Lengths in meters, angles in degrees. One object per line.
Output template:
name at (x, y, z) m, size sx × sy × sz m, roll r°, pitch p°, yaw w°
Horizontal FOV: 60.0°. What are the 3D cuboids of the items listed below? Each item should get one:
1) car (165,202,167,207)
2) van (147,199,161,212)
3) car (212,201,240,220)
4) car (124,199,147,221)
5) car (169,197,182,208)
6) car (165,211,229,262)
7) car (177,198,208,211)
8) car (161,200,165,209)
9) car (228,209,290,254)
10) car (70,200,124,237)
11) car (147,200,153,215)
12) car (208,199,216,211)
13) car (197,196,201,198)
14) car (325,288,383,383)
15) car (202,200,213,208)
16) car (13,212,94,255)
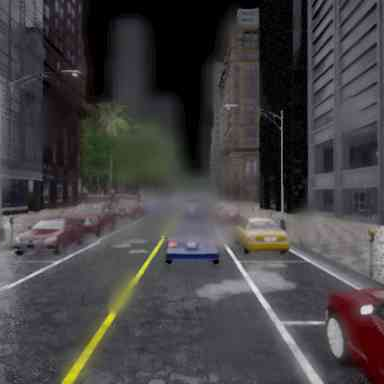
car at (-5.694, 2.216, 62.768) m, size 1.802 × 1.307 × 4.206 m, roll 0°, pitch -1°, yaw 0°
van at (-5.713, 1.810, 46.492) m, size 1.690 × 1.788 × 3.998 m, roll 0°, pitch -1°, yaw 0°
car at (2.787, 1.685, 24.768) m, size 1.967 × 1.590 × 4.097 m, roll 0°, pitch -1°, yaw 0°
car at (-5.732, 1.616, 30.215) m, size 2.192 × 1.841 × 5.009 m, roll 0°, pitch -1°, yaw 0°
car at (-2.976, 2.130, 59.880) m, size 1.812 × 1.442 × 4.674 m, roll 0°, pitch -1°, yaw 1°
car at (0.026, 1.671, 12.524) m, size 2.033 × 1.411 × 5.357 m, roll 0°, pitch -1°, yaw 0°
car at (0.055, 1.634, 28.429) m, size 2.097 × 1.767 × 4.553 m, roll 0°, pitch -1°, yaw 1°
car at (-5.707, 1.964, 51.917) m, size 1.967 × 1.590 × 4.097 m, roll 0°, pitch -1°, yaw 0°
car at (2.775, 1.664, 14.087) m, size 1.752 × 1.417 × 4.829 m, roll 0°, pitch -1°, yaw 0°
car at (-5.744, 1.507, 19.364) m, size 2.192 × 1.841 × 5.009 m, roll 0°, pitch -1°, yaw 0°
car at (-5.725, 1.902, 35.638) m, size 1.887 × 1.381 × 4.507 m, roll 0°, pitch -1°, yaw 0°
car at (2.793, 1.741, 30.193) m, size 1.967 × 1.590 × 4.097 m, roll 0°, pitch -1°, yaw 0°
car at (2.863, 2.458, 89.176) m, size 1.947 × 1.339 × 4.313 m, roll 0°, pitch -1°, yaw 0°
car at (2.763, 1.576, 3.068) m, size 1.887 × 1.381 × 4.507 m, roll 0°, pitch -1°, yaw 0°
car at (2.832, 2.199, 62.740) m, size 1.947 × 1.339 × 4.313 m, roll 0°, pitch -1°, yaw 0°
car at (-5.750, 1.719, 13.936) m, size 1.802 × 1.307 × 4.206 m, roll 0°, pitch -1°, yaw 0°
